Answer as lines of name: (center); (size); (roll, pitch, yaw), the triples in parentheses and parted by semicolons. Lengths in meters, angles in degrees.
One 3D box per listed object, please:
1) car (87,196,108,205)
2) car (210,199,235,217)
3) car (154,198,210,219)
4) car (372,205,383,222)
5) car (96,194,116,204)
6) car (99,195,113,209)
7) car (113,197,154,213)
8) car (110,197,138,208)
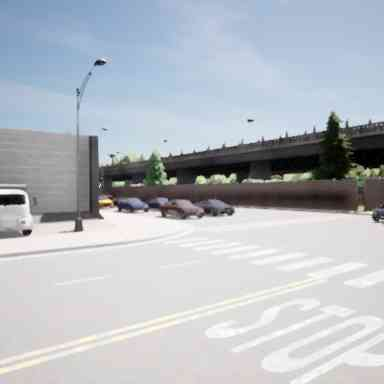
car: (-15.077, 1.311, 52.769); (1.812, 1.442, 4.674); (-1, 0, -35)
car: (1.833, 1.349, 29.011); (1.994, 1.385, 4.181); (-1, 0, -36)
car: (-0.896, 1.342, 26.809); (1.812, 1.442, 4.674); (-1, 0, -36)
car: (14.158, 1.299, 22.688); (4.674, 1.442, 1.812); (-1, 0, -35)
car: (-15.465, 1.232, 59.526); (1.882, 1.535, 5.008); (-1, 0, -36)
car: (-11.461, 1.294, 41.583); (1.882, 1.535, 5.008); (-1, 0, -35)
car: (-6.113, 1.342, 34.114); (1.812, 1.442, 4.674); (-1, 0, -36)
car: (-9.111, 1.387, 44.330); (1.895, 1.301, 4.718); (-1, 0, -35)
